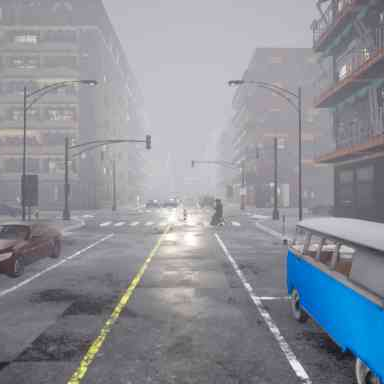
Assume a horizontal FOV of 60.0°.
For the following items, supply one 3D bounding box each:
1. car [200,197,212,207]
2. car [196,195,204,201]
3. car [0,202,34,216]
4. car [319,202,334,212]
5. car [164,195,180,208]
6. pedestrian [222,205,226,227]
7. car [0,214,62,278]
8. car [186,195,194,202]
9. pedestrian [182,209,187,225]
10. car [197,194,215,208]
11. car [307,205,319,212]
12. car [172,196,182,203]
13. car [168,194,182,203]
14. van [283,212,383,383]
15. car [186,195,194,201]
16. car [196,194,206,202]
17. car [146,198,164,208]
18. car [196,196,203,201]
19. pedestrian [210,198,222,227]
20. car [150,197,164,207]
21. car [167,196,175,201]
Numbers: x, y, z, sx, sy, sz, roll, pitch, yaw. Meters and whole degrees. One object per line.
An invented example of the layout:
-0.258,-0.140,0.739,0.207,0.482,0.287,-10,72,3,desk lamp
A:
2.265,1.570,54.039,1.752,1.417,4.829,1,0,0,car
2.068,1.601,87.231,1.967,1.590,4.097,1,0,0,car
-17.459,1.591,30.476,5.357,1.411,2.033,0,-1,3,car
13.581,1.452,28.094,4.403,1.369,2.008,0,-1,0,car
-3.126,1.602,48.464,1.994,1.385,4.181,0,0,-1,car
1.859,1.310,21.929,0.375,1.860,0.375,1,-1,0,pedestrian
-5.358,1.588,10.138,1.802,1.307,4.206,1,0,0,car
-0.457,1.658,78.294,1.994,1.385,4.181,0,0,0,car
-0.430,1.686,22.507,0.500,1.100,0.500,1,-1,0,pedestrian
2.303,1.353,48.310,2.192,1.841,5.009,1,0,0,car
14.160,1.617,33.510,4.718,1.301,1.895,0,-1,-3,car
-3.156,1.603,69.432,1.812,1.442,4.674,0,0,0,car
-3.168,1.577,58.354,1.812,1.442,4.674,0,0,0,car
2.527,1.343,4.598,1.690,1.788,3.998,1,0,0,van
-0.516,1.538,88.303,2.033,1.411,5.357,0,0,0,car
2.103,1.444,81.668,2.192,1.841,5.009,1,0,0,car
-5.581,1.604,48.217,1.947,1.339,4.313,1,0,0,car
2.033,1.776,92.791,1.802,1.307,4.206,1,0,0,car
1.556,1.309,21.214,0.375,1.860,0.375,1,-1,0,pedestrian
-5.614,1.610,53.778,1.947,1.339,4.313,1,0,0,car
-5.844,1.718,92.541,1.752,1.417,4.829,1,0,0,car
